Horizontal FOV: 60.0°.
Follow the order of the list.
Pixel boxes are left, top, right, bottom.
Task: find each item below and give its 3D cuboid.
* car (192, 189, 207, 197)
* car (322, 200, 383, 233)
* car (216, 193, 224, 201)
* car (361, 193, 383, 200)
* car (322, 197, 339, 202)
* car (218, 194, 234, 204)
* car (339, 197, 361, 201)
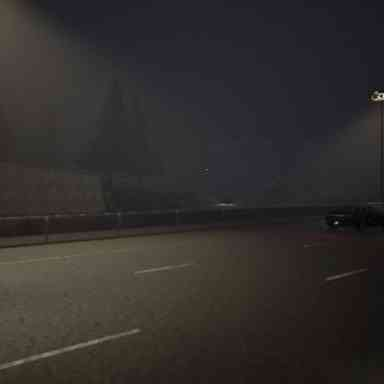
[{"bbox_3d":[2.082,0.232,90.496,2.150,2.045,5.566,0,3,-27],"label":"car"},{"bbox_3d":[9.749,1.450,19.297,4.902,1.511,2.128,0,0,-35],"label":"car"},{"bbox_3d":[6.935,1.116,75.248,2.097,1.767,4.553,0,1,-8],"label":"car"},{"bbox_3d":[28.200,1.105,49.834,5.566,2.045,2.150,0,0,-35],"label":"car"},{"bbox_3d":[23.626,1.487,55.162,4.718,1.301,1.895,0,0,-35],"label":"car"},{"bbox_3d":[6.380,1.476,59.429,1.994,1.385,4.181,0,0,11],"label":"car"},{"bbox_3d":[25.776,1.487,52.403,4.718,1.301,1.895,0,0,-35],"label":"car"}]
